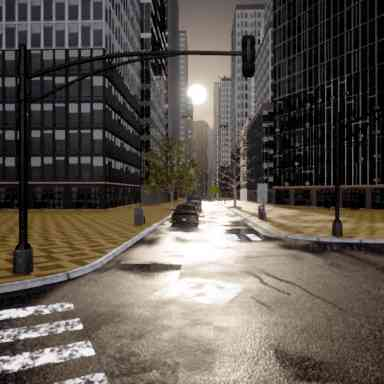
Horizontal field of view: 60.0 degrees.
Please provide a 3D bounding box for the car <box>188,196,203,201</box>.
[{"bbox_3d":[0.280,1.547,46.287,2.150,2.045,5.566,0,0,2],"label":"car"}]

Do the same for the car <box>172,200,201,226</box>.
[{"bbox_3d":[-0.447,1.650,25.421,1.882,1.535,5.008,0,0,2],"label":"car"}]

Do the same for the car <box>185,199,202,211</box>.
[{"bbox_3d":[-0.090,1.771,35.634,1.812,1.442,4.674,0,0,2],"label":"car"}]
